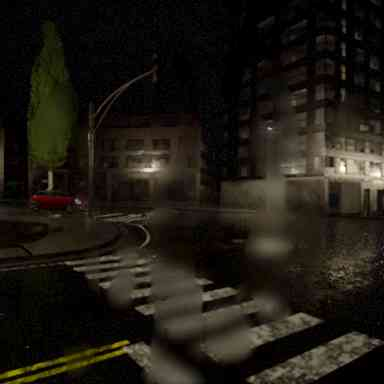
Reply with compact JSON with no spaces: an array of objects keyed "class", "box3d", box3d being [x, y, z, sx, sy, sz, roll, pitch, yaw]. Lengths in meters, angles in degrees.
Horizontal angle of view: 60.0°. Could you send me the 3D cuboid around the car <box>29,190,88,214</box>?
[{"class":"car","box3d":[-10.074,0.669,25.658,4.553,1.767,2.097,2,0,11]}]
